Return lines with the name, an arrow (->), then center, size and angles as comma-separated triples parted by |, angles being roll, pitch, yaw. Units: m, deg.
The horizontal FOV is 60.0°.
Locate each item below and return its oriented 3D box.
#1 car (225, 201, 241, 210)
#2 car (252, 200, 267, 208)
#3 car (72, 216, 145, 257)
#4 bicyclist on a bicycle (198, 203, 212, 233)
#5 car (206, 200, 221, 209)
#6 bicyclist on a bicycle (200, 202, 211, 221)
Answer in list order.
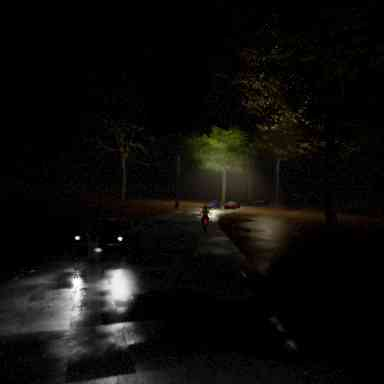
car -> 6.934, 2.275, 56.171 | 1.994, 1.385, 4.181 | 1, -1, 21
car -> 14.618, 2.581, 71.747 | 1.837, 1.490, 4.892 | 2, 0, 34
car -> -3.121, 1.653, 13.281 | 1.895, 1.301, 4.718 | 1, -1, 0
bicyclist on a bicycle -> 0.803, 1.616, 20.083 | 0.866, 1.612, 1.509 | 0, -1, 0
car -> 3.552, 2.145, 56.394 | 1.812, 1.442, 4.674 | 1, -1, 21
bicyclist on a bicycle -> 1.240, 1.730, 29.561 | 0.866, 1.612, 1.509 | 1, -1, 5
